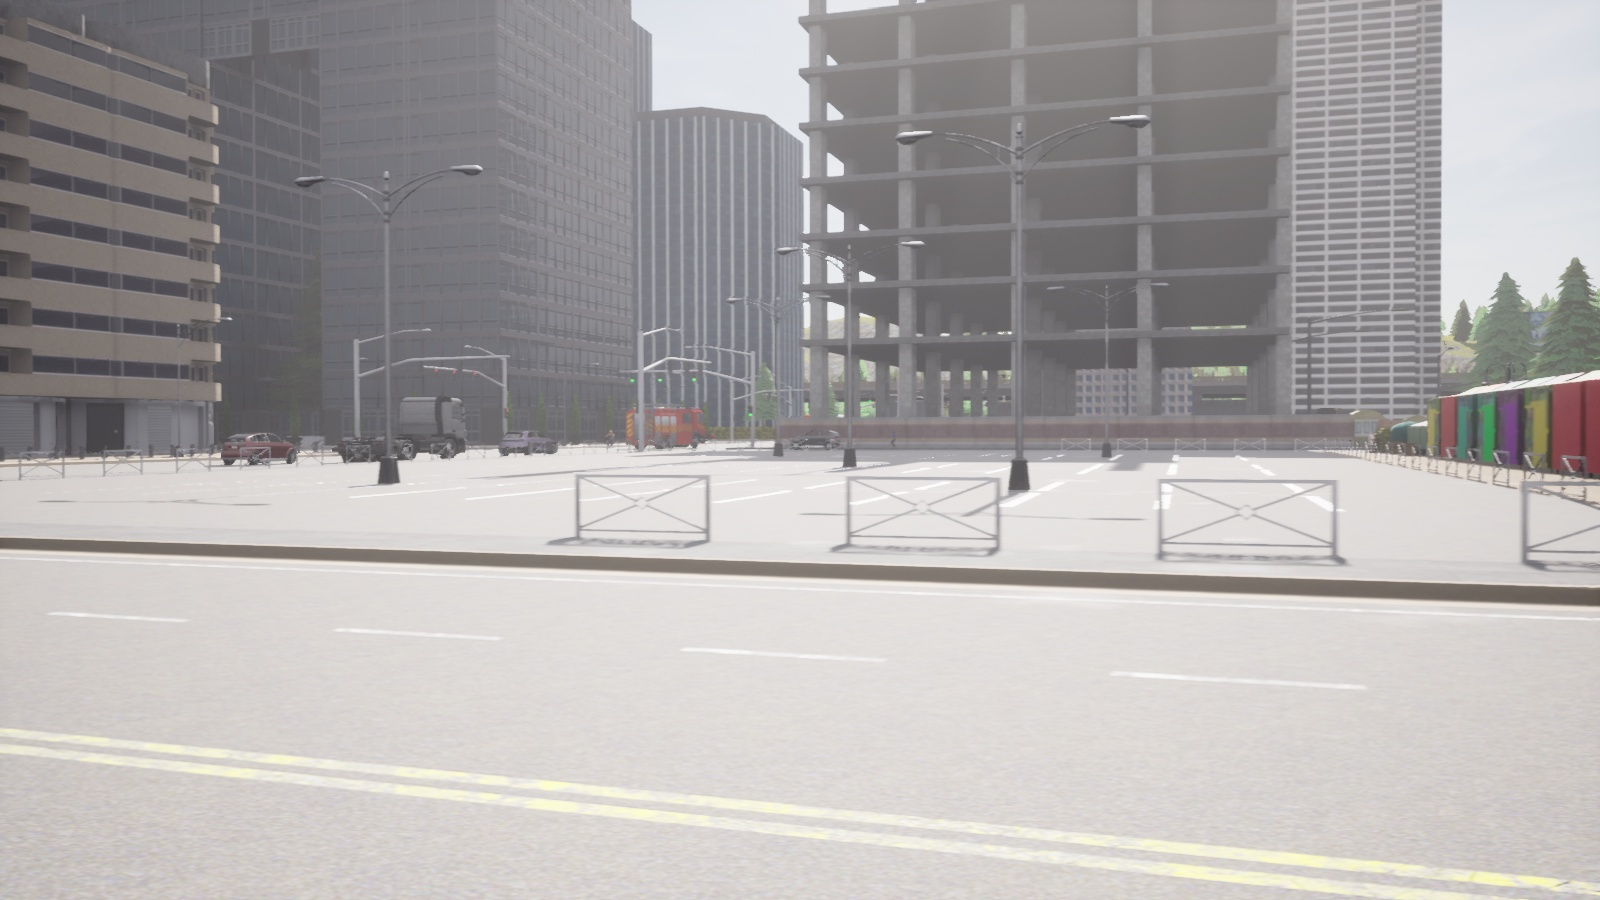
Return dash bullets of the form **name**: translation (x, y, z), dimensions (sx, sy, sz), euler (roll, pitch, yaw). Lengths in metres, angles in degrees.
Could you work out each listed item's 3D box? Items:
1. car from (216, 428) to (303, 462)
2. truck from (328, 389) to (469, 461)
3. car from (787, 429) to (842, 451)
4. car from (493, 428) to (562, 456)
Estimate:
- **car**: translation (-25.638, -0.247, 59.684), dimensions (1.789, 1.549, 3.705), euler (0, 1, 17)
- **truck**: translation (-20.473, -1.265, 64.606), dimensions (2.891, 3.462, 7.936), euler (0, 1, 17)
- **car**: translation (1.080, -0.743, 93.460), dimensions (3.705, 1.549, 1.789), euler (1, 1, 17)
- **car**: translation (-16.670, -0.541, 77.126), dimensions (2.033, 1.649, 4.856), euler (0, 1, 17)
